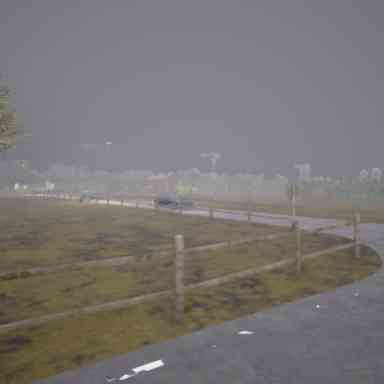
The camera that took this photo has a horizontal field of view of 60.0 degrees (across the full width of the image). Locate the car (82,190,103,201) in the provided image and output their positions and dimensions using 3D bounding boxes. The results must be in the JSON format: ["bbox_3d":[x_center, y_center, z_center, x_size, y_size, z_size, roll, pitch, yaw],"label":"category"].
[{"bbox_3d":[-14.808,0.467,49.283,1.837,1.490,4.892,0,0,-35],"label":"car"}]

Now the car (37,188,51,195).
[{"bbox_3d":[-37.788,-0.200,85.959,2.097,1.767,4.553,0,0,-33],"label":"car"}]

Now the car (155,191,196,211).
[{"bbox_3d":[-1.583,0.711,30.658,2.097,1.767,4.553,0,1,-36],"label":"car"}]
